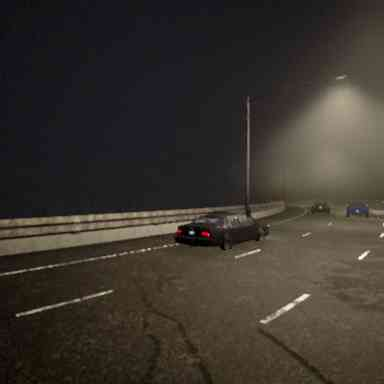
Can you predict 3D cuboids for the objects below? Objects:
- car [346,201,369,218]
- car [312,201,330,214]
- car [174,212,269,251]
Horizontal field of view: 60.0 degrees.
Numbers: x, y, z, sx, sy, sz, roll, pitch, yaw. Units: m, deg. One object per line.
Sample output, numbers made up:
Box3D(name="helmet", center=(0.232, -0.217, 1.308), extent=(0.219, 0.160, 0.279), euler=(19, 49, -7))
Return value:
Box3D(name="car", center=(16.615, 1.679, 33.508), extent=(1.882, 1.535, 5.008), euler=(0, 0, 25))
Box3D(name="car", center=(15.371, 1.779, 39.610), extent=(1.994, 1.385, 4.181), euler=(0, 0, 22))
Box3D(name="car", center=(1.490, 1.604, 14.525), extent=(2.033, 1.411, 5.357), euler=(0, 0, 37))
